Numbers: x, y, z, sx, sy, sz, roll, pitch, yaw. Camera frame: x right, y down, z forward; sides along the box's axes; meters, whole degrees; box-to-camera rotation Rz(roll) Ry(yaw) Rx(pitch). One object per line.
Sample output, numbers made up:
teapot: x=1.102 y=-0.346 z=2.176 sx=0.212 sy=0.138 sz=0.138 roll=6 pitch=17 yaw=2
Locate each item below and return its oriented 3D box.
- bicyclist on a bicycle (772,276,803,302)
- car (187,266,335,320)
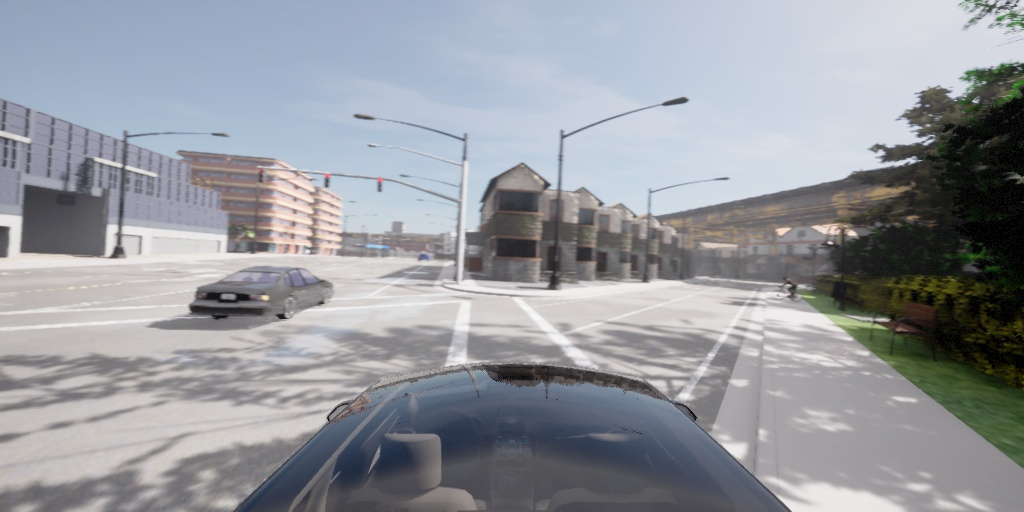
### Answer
bicyclist on a bicycle: x=18.326 y=2.192 z=23.847 sx=1.656 sy=1.620 sz=0.582 roll=2 pitch=-1 yaw=35
car: x=-7.132 y=1.005 z=10.949 sx=2.033 sy=1.411 sz=5.357 roll=3 pitch=0 yaw=-10
